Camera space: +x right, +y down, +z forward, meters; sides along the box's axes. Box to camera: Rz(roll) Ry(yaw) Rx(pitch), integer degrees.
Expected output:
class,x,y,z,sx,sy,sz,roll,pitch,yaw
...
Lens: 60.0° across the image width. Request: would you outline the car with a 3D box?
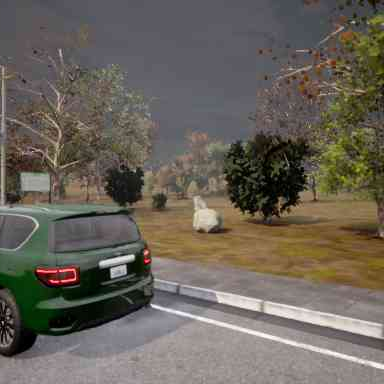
class,x,y,z,sx,sy,sz,roll,pitch,yaw
car,-3.230,1.221,6.279,5.566,2.045,2.150,0,0,35
